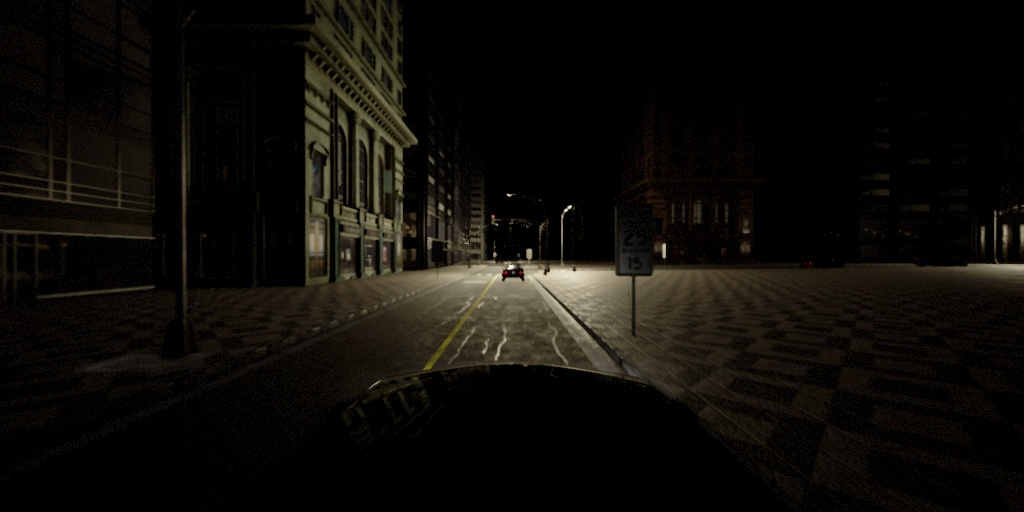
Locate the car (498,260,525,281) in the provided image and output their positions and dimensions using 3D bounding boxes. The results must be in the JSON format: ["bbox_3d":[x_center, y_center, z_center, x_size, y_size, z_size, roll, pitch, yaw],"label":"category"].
[{"bbox_3d":[0.098,1.277,29.279,2.033,1.411,5.357,0,0,0],"label":"car"}]

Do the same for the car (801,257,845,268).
[{"bbox_3d":[37.141,0.852,42.914,4.181,1.385,1.994,-1,0,0],"label":"car"}]
